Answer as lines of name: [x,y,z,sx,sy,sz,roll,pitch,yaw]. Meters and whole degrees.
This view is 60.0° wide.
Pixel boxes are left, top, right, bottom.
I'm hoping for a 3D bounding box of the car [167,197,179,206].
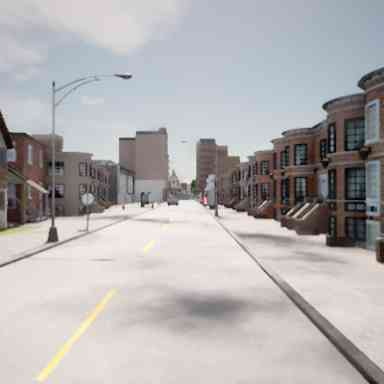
car: [-4.001,2.110,70.936,2.150,2.045,5.566,0,-1,0]
